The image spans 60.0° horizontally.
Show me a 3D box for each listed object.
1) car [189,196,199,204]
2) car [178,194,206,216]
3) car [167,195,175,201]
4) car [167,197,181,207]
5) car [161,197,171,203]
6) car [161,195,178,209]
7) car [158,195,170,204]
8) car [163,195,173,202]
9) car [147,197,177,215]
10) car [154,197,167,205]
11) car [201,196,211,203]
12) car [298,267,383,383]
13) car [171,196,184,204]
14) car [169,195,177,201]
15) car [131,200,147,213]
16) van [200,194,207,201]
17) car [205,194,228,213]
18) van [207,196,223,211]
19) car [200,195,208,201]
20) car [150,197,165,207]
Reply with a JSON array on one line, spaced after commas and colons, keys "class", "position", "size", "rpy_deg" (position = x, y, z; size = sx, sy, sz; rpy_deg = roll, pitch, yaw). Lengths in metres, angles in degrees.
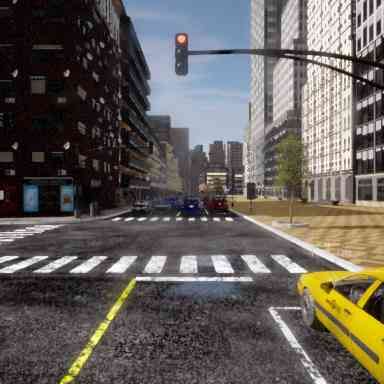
[{"class": "car", "position": [0.380, 1.555, 65.594], "size": [1.837, 1.490, 4.892], "rpy_deg": [0, 0, 0]}, {"class": "car", "position": [0.053, 1.361, 33.088], "size": [2.097, 1.767, 4.553], "rpy_deg": [0, 0, 3]}, {"class": "car", "position": [-5.329, 1.613, 86.000], "size": [1.752, 1.417, 4.829], "rpy_deg": [0, 0, 0]}, {"class": "car", "position": [-2.841, 1.536, 53.754], "size": [1.837, 1.490, 4.892], "rpy_deg": [0, 0, 1]}, {"class": "car", "position": [-5.399, 1.639, 69.591], "size": [1.802, 1.307, 4.206], "rpy_deg": [0, 0, 0]}, {"class": "car", "position": [-2.901, 1.497, 43.941], "size": [1.882, 1.535, 5.008], "rpy_deg": [0, 0, 0]}, {"class": "car", "position": [-5.423, 1.488, 64.064], "size": [1.967, 1.590, 4.097], "rpy_deg": [0, 0, 0]}, {"class": "car", "position": [-5.376, 1.507, 75.117], "size": [1.967, 1.590, 4.097], "rpy_deg": [0, 0, 0]}, {"class": "car", "position": [-2.953, 1.558, 34.122], "size": [2.033, 1.411, 5.357], "rpy_deg": [0, 0, 0]}, {"class": "car", "position": [-5.446, 1.584, 58.536], "size": [1.887, 1.381, 4.507], "rpy_deg": [0, 0, 0]}, {"class": "car", "position": [2.981, 1.602, 69.555], "size": [1.887, 1.381, 4.507], "rpy_deg": [0, 0, 0]}, {"class": "car", "position": [2.703, 1.525, 4.153], "size": [1.752, 1.417, 4.829], "rpy_deg": [0, 0, 0]}, {"class": "car", "position": [-2.729, 1.540, 63.999], "size": [2.128, 1.511, 4.902], "rpy_deg": [0, 0, 0]}, {"class": "car", "position": [-5.305, 1.644, 91.696], "size": [1.887, 1.381, 4.507], "rpy_deg": [0, 0, 0]}, {"class": "car", "position": [-5.539, 1.563, 36.431], "size": [2.008, 1.369, 4.403], "rpy_deg": [0, 0, 0]}, {"class": "van", "position": [3.074, 1.441, 91.660], "size": [1.690, 1.788, 3.998], "rpy_deg": [0, 0, 0]}, {"class": "car", "position": [2.839, 1.327, 36.395], "size": [2.192, 1.841, 5.009], "rpy_deg": [0, 0, 0]}, {"class": "van", "position": [2.863, 1.358, 41.921], "size": [1.690, 1.788, 3.998], "rpy_deg": [0, 0, 0]}, {"class": "car", "position": [3.053, 1.613, 86.304], "size": [1.752, 1.417, 4.829], "rpy_deg": [0, 0, 0]}, {"class": "car", "position": [-5.469, 1.581, 53.010], "size": [2.008, 1.369, 4.403], "rpy_deg": [0, 0, 0]}]
